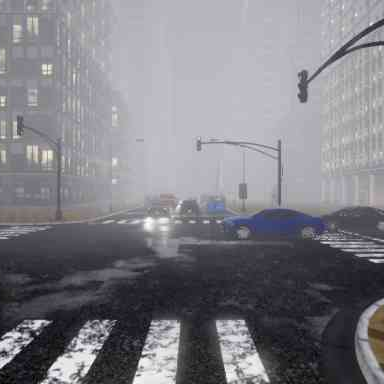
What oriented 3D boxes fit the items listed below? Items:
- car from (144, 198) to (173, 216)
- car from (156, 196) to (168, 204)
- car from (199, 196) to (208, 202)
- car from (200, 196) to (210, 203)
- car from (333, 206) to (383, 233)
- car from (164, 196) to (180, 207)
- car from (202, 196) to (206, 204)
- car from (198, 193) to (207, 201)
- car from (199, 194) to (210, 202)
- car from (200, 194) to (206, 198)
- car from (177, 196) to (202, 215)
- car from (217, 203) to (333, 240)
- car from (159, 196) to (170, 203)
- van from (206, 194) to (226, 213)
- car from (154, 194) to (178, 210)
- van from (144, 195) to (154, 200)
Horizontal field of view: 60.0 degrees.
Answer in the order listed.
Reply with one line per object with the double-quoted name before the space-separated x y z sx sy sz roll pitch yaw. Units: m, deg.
"car" -3.226 1.600 32.880 1.895 1.301 4.718 0 0 0
"car" -5.692 1.564 63.639 1.947 1.339 4.313 0 0 0
"car" 2.755 1.561 80.225 1.947 1.339 4.313 0 0 0
"car" 2.710 1.542 69.145 1.887 1.381 4.507 0 0 0
"car" 9.682 1.611 20.187 4.892 1.490 1.837 0 0 2
"car" -3.138 1.491 53.229 2.128 1.511 4.902 0 0 0
"car" 2.623 1.544 41.452 1.887 1.381 4.507 0 0 0
"car" 2.778 1.309 85.764 2.192 1.841 5.009 0 0 0
"car" 2.733 1.311 74.685 2.192 1.841 5.009 0 0 0
"car" 2.689 1.313 63.606 2.192 1.841 5.009 0 0 0
"car" -0.156 1.505 33.311 1.837 1.490 4.892 0 0 1
"car" 4.007 1.509 16.631 5.008 1.535 1.882 1 0 -1
"car" -5.670 1.548 69.178 2.008 1.369 4.403 0 0 0
"van" 2.692 1.340 35.914 1.690 1.788 3.998 0 0 0
"car" -3.179 1.221 42.925 2.150 2.045 5.566 0 0 1
"van" -5.757 1.340 47.022 1.690 1.788 3.998 0 0 0
